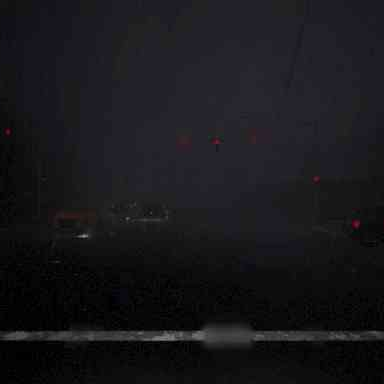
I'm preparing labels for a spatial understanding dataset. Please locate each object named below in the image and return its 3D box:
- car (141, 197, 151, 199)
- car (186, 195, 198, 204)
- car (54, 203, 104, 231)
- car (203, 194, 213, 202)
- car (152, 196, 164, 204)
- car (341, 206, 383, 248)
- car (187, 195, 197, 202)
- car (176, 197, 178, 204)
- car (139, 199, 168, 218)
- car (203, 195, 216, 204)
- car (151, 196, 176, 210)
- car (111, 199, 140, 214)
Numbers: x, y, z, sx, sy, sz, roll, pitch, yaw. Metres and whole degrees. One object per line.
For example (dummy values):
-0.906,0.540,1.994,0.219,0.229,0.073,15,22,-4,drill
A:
-7.090,1.492,51.701,2.128,1.511,4.902,0,0,0,car
0.005,1.505,63.727,1.837,1.490,4.892,0,0,0,car
-7.101,1.513,21.305,1.882,1.535,5.008,0,0,0,car
3.508,1.355,74.416,2.097,1.767,4.553,0,0,0,car
-6.995,1.613,68.833,2.033,1.411,5.357,0,0,0,car
8.853,1.390,14.004,4.553,1.767,2.097,1,0,10,car
0.005,1.413,73.837,1.994,1.385,4.181,0,0,0,car
-3.554,1.547,62.627,2.033,1.411,5.357,0,0,0,car
-3.456,1.564,29.639,1.994,1.385,4.181,0,0,-3,car
3.610,1.547,64.194,2.033,1.411,5.357,0,0,0,car
-3.595,1.492,42.909,2.128,1.511,4.902,0,0,0,car
-7.098,1.505,34.956,1.837,1.490,4.892,0,0,0,car
